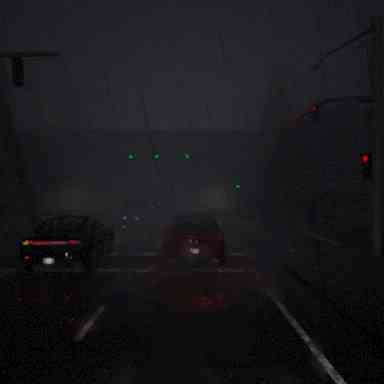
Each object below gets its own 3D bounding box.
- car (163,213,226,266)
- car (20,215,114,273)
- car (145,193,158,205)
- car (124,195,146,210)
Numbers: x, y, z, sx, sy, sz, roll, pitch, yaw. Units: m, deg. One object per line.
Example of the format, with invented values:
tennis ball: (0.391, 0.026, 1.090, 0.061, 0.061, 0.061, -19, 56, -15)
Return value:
car: (0.042, 1.479, 11.657, 1.882, 1.535, 5.008, 0, 0, -1)
car: (-3.720, 1.494, 10.665, 2.128, 1.511, 4.902, 0, 0, -4)
car: (-7.540, 1.230, 60.398, 2.150, 2.045, 5.566, 0, 0, 1)
car: (-7.705, 1.510, 43.870, 1.837, 1.490, 4.892, 0, 0, 1)
